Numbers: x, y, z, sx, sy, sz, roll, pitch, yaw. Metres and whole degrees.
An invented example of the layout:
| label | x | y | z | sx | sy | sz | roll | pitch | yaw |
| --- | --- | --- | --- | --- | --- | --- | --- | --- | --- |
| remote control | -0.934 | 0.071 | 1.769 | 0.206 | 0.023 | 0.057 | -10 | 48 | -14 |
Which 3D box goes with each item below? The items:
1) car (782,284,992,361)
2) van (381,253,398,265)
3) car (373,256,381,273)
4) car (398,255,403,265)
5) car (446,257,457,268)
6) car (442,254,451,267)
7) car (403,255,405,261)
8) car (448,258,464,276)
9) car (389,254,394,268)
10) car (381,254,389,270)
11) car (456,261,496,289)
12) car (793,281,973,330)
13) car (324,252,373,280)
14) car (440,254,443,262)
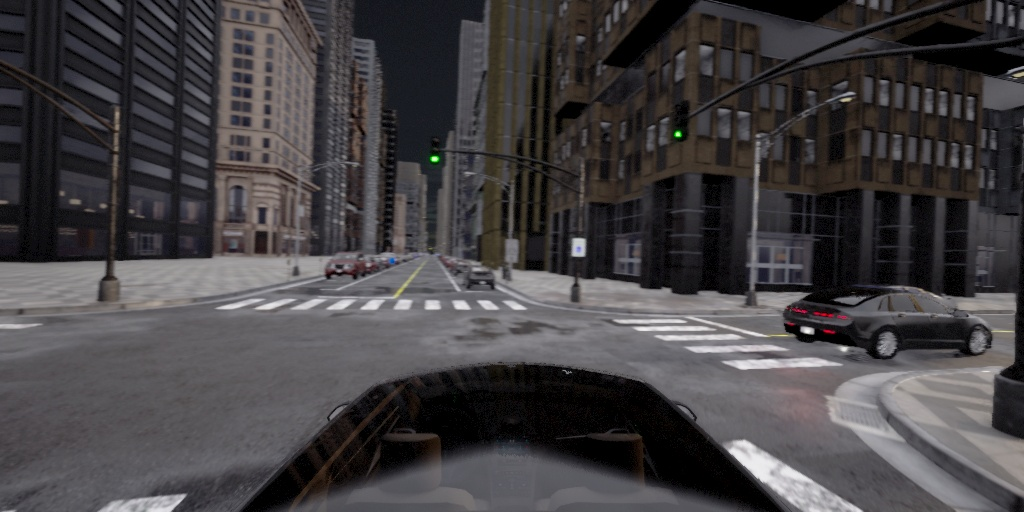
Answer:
| label | x | y | z | sx | sy | sz | roll | pitch | yaw |
| --- | --- | --- | --- | --- | --- | --- | --- | --- | --- |
| car | 9.267 | 1.574 | 8.926 | 4.892 | 1.490 | 1.837 | 2 | 0 | -13 |
| van | -16.484 | 0.458 | 47.396 | 1.690 | 1.789 | 3.998 | 0 | 0 | -12 |
| car | -12.835 | 0.699 | 30.874 | 1.967 | 1.591 | 4.097 | 0 | 0 | -12 |
| car | -17.700 | 0.511 | 52.904 | 1.967 | 1.591 | 4.097 | 0 | 0 | -12 |
| car | -5.734 | 1.059 | 38.230 | 1.888 | 1.381 | 4.507 | 0 | 0 | -12 |
| car | -8.167 | 0.860 | 49.245 | 1.967 | 1.591 | 4.097 | 0 | 0 | -12 |
| car | -18.880 | 0.551 | 58.245 | 1.751 | 1.417 | 4.829 | 0 | 0 | -12 |
| car | -4.518 | 1.112 | 32.722 | 2.007 | 1.370 | 4.403 | 0 | 0 | -12 |
| car | -15.267 | 0.746 | 41.888 | 1.802 | 1.307 | 4.207 | 0 | 0 | -12 |
| car | -14.051 | 0.777 | 36.382 | 1.948 | 1.339 | 4.313 | 0 | 0 | -12 |
| car | -2.085 | 1.208 | 21.707 | 2.007 | 1.370 | 4.403 | 0 | 0 | -12 |
| car | 13.401 | 1.734 | 13.036 | 5.357 | 1.411 | 2.033 | 2 | 0 | -13 |
| car | -11.618 | 0.622 | 25.365 | 2.192 | 1.841 | 5.009 | 0 | 0 | -12 |
| car | -10.600 | 0.768 | 60.260 | 1.967 | 1.591 | 4.097 | 0 | 0 | -12 |
